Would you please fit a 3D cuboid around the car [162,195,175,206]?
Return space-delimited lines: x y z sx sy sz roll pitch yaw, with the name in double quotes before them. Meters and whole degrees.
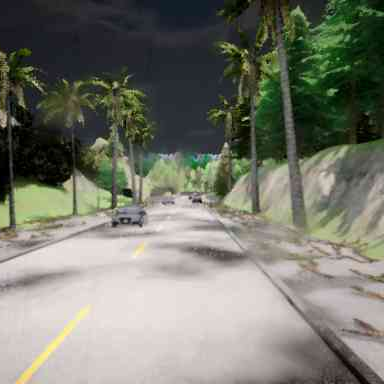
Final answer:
"car" -4.092 1.499 58.984 2.097 1.767 4.553 0 -1 0

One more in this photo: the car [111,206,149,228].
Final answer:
"car" -4.114 1.617 22.561 1.994 1.385 4.181 0 0 0

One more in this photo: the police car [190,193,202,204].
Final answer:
"police car" 1.062 1.561 67.727 1.930 1.638 5.238 -2 -1 0
